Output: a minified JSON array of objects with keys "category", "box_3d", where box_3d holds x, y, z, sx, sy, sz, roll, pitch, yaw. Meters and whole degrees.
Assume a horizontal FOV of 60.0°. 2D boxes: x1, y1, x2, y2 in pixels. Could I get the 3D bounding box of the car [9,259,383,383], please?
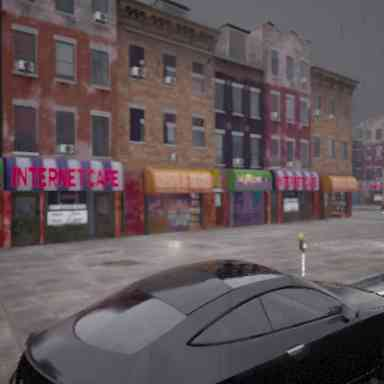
[{"category":"car","box_3d":[0.609,1.517,3.717,4.674,1.442,1.812,0,0,-35]}]
